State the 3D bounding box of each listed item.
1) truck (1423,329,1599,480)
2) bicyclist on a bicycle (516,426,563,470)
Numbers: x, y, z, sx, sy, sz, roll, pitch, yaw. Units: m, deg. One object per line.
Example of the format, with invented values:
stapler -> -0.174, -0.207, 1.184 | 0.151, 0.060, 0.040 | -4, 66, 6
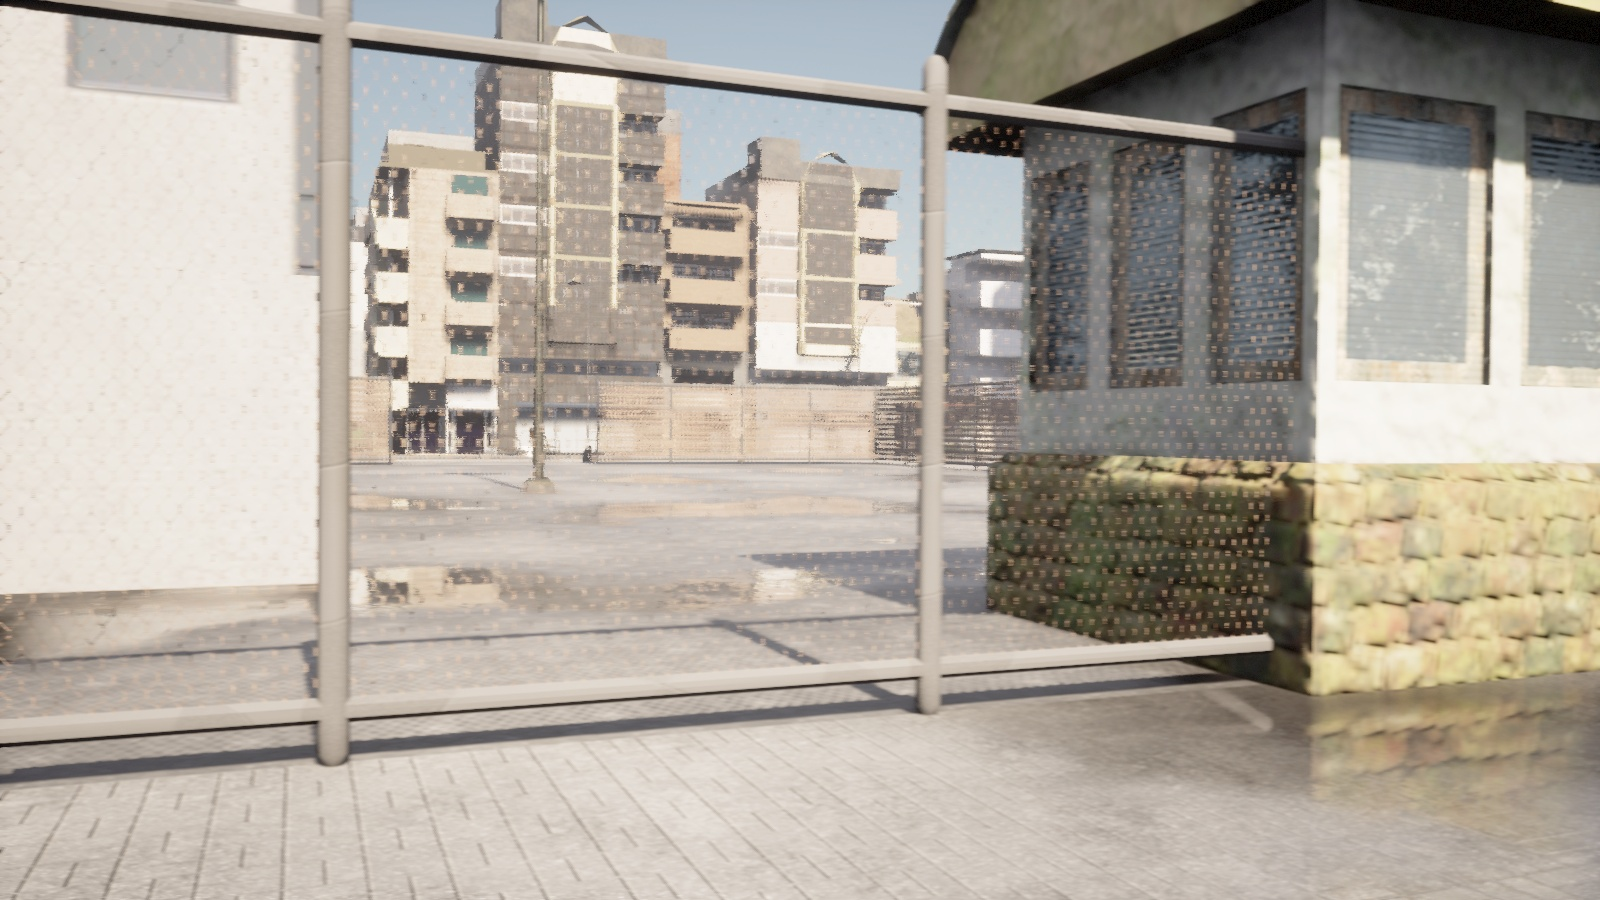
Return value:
truck -> 21.263, -1.193, 33.498 | 2.891, 3.827, 8.468 | -1, 1, -23
bicyclist on a bicycle -> -10.961, -0.089, 52.823 | 1.843, 1.776, 0.659 | -1, 1, -22
